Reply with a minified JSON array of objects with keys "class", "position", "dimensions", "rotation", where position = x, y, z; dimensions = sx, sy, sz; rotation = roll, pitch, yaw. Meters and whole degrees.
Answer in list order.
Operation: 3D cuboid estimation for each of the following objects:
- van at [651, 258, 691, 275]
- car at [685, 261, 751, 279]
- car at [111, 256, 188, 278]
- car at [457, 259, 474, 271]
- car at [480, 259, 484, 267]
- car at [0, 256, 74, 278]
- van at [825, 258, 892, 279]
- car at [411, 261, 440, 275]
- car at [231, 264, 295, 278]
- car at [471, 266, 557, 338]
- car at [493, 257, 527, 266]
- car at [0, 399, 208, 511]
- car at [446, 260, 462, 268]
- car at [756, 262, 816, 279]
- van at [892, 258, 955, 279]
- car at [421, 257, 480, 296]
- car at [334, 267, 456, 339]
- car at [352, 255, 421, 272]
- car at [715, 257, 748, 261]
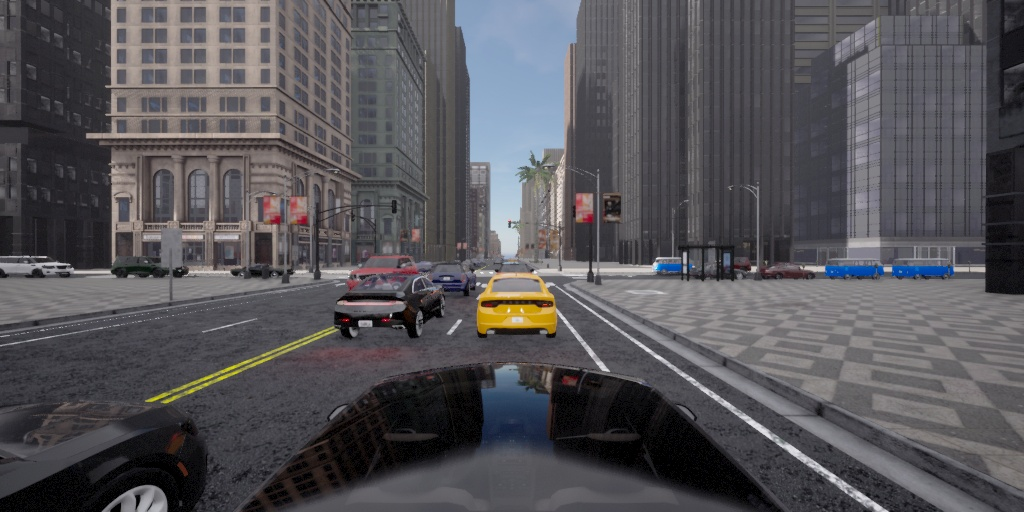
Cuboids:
[{"class":"van","position":[17.125,1.065,38.357],"dimensions":[3.998,1.789,1.690],"rotation":[0,0,0]},{"class":"car","position":[17.116,1.299,29.832],"dimensions":[4.403,1.370,2.007],"rotation":[0,0,0]},{"class":"car","position":[-33.012,1.007,32.664],"dimensions":[5.566,2.045,2.150],"rotation":[0,0,0]},{"class":"car","position":[-6.524,1.257,50.677],"dimensions":[1.837,1.490,4.892],"rotation":[0,0,-1]},{"class":"car","position":[-6.484,1.108,60.425],"dimensions":[2.097,1.767,4.553],"rotation":[0,0,1]},{"class":"car","position":[-43.719,1.020,32.739],"dimensions":[5.566,2.045,2.150],"rotation":[0,0,0]},{"class":"van","position":[28.471,1.082,29.817],"dimensions":[3.998,1.789,1.690],"rotation":[0,0,0]},{"class":"car","position":[-9.786,1.298,41.001],"dimensions":[2.033,1.411,5.357],"rotation":[0,0,0]},{"class":"car","position":[-22.539,1.375,32.593],"dimensions":[4.718,1.301,1.895],"rotation":[0,0,0]},{"class":"car","position":[0.111,1.227,10.217],"dimensions":[1.882,1.535,5.008],"rotation":[0,0,0]},{"class":"car","position":[0.128,1.102,19.291],"dimensions":[2.097,1.767,4.553],"rotation":[0,0,0]},{"class":"car","position":[-3.152,1.255,0.612],"dimensions":[1.837,1.490,4.892],"rotation":[0,0,0]},{"class":"car","position":[-9.729,1.354,60.601],"dimensions":[1.895,1.301,4.718],"rotation":[0,0,0]},{"class":"car","position":[22.793,1.327,29.825],"dimensions":[4.207,1.307,1.802],"rotation":[0,0,0]},{"class":"van","position":[34.148,1.080,29.810],"dimensions":[3.998,1.789,1.690],"rotation":[0,0,0]},{"class":"car","position":[-3.122,1.102,19.267],"dimensions":[2.097,1.767,4.553],"rotation":[0,0,0]},{"class":"car","position":[-3.138,1.241,10.128],"dimensions":[2.128,1.511,4.902],"rotation":[0,0,0]},{"class":"car","position":[-6.573,0.971,18.945],"dimensions":[2.150,2.045,5.566],"rotation":[0,0,0]},{"class":"car","position":[22.802,1.035,38.350],"dimensions":[5.009,1.841,2.192],"rotation":[0,0,0]}]
